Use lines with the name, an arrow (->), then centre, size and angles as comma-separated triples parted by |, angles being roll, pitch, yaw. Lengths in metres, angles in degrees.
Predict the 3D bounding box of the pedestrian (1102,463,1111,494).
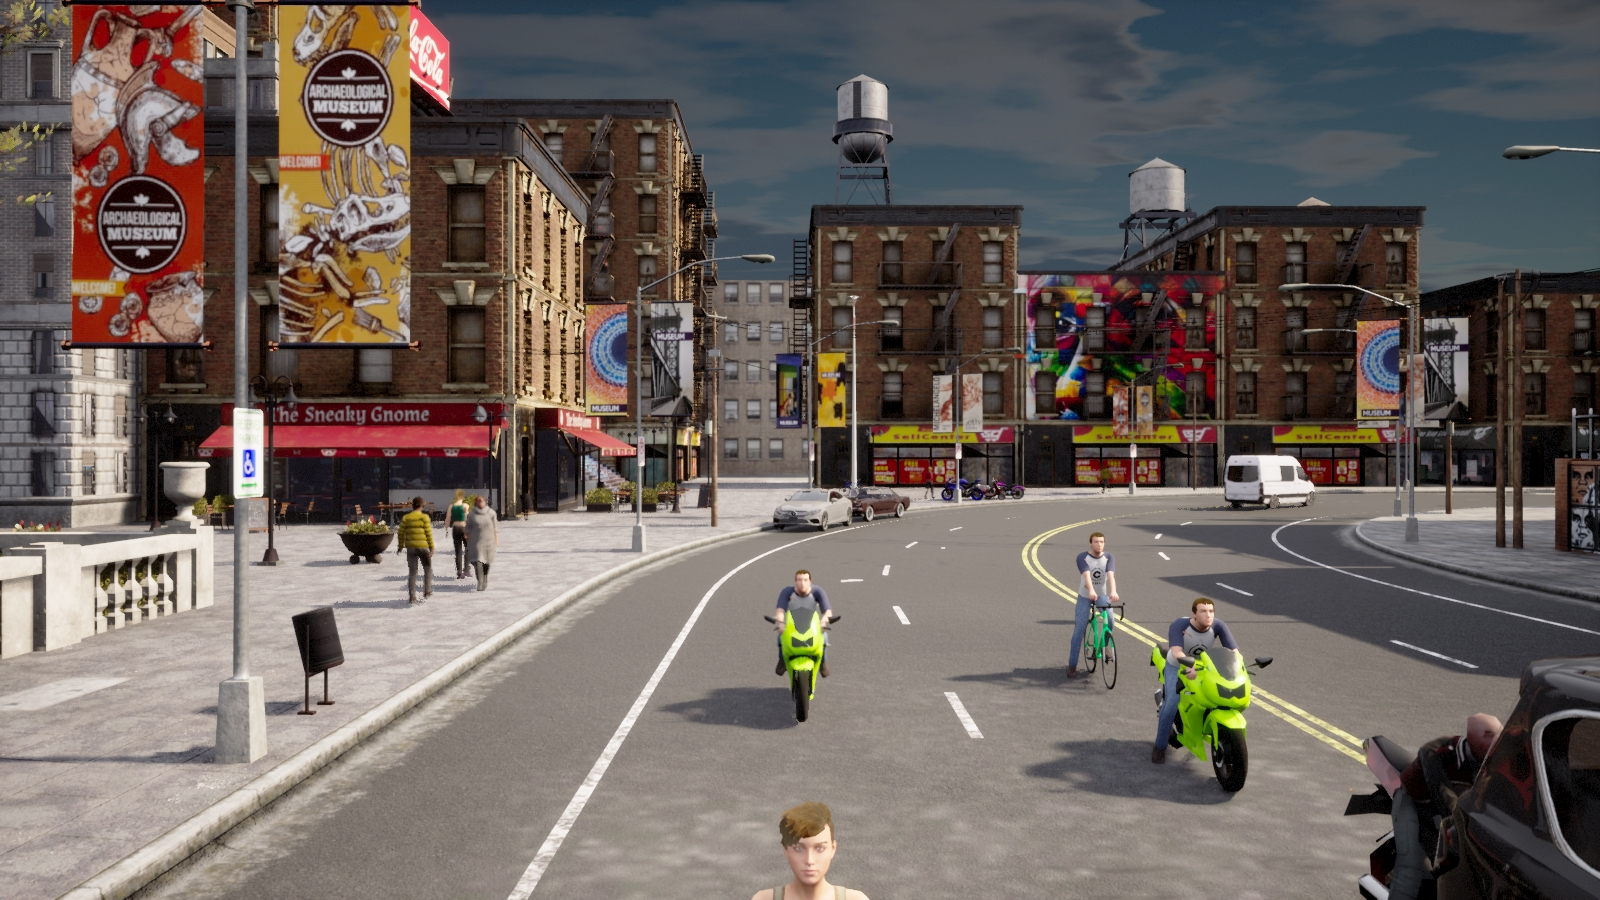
pedestrian -> 18.620, 1.722, 69.329 | 0.375, 1.860, 0.375 | 0, 0, -36

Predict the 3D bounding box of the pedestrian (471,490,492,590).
pedestrian -> -6.044, 1.705, 21.694 | 0.375, 1.860, 0.375 | 0, 0, -13

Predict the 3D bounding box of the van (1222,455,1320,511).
van -> 23.069, 1.556, 55.819 | 5.915, 2.561, 1.988 | 0, 0, -41

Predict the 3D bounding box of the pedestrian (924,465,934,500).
pedestrian -> 6.851, 1.721, 60.863 | 0.375, 1.860, 0.375 | 0, 0, 42

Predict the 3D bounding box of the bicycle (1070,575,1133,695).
bicycle -> 3.650, 2.212, 13.929 | 0.373, 1.196, 1.643 | 0, 0, 1

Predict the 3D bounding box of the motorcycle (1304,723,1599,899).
motorcycle -> 3.505, 2.243, 5.843 | 0.867, 1.251, 2.209 | 0, -3, 0

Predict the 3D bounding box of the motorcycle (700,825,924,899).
motorcycle -> 0.039, 2.172, 3.492 | 0.764, 1.277, 2.356 | 0, 0, 0

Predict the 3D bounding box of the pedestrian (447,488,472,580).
pedestrian -> -6.956, 1.707, 23.354 | 0.375, 1.860, 0.375 | 0, 0, 4

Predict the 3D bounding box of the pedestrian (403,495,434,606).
pedestrian -> -6.508, 1.704, 19.496 | 0.375, 1.860, 0.375 | 0, 0, 3

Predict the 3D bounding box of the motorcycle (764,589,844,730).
motorcycle -> 0.051, 2.218, 12.440 | 0.803, 1.145, 2.033 | 0, 0, 1

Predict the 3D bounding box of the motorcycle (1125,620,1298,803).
motorcycle -> 3.536, 2.217, 10.038 | 0.803, 1.145, 2.033 | 0, 0, 0

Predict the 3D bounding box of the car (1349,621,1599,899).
car -> 3.470, 1.781, 2.203 | 2.150, 2.045, 5.566 | 0, 0, 0
